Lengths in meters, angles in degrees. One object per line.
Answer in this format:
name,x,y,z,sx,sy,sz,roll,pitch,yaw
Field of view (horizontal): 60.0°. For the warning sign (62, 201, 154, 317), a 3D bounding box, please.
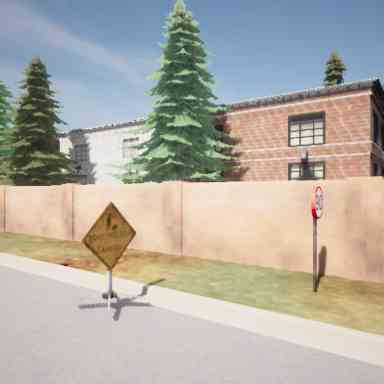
warning sign,-1.551,1.112,6.266,1.060,1.860,1.300,0,0,36
